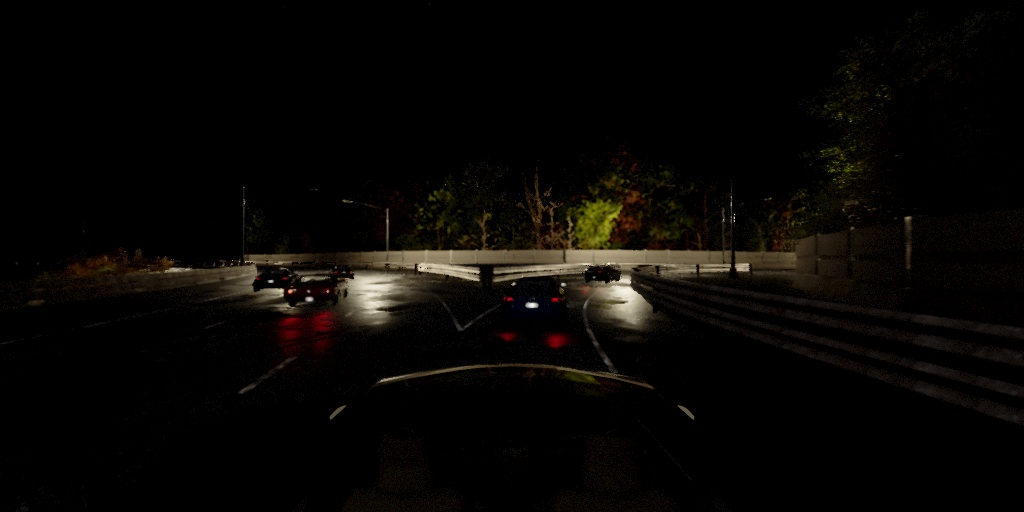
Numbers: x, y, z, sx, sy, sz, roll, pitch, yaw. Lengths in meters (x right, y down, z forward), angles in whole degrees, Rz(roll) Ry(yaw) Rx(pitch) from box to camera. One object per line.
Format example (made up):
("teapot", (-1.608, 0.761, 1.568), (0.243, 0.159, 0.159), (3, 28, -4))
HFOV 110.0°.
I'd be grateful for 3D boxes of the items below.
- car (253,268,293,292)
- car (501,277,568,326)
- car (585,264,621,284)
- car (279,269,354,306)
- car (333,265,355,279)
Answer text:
("car", (-14.649, 1.450, 22.586), (1.994, 1.385, 4.181), (0, 0, -21))
("car", (0.886, 1.384, 12.172), (1.994, 1.385, 4.181), (0, 0, 9))
("car", (7.469, 1.426, 29.217), (2.128, 1.511, 4.902), (0, -1, 31))
("car", (-8.697, 1.447, 16.388), (1.895, 1.301, 4.718), (0, 0, -17))
("car", (-15.826, 1.506, 33.553), (2.033, 1.411, 5.357), (0, 0, -28))
